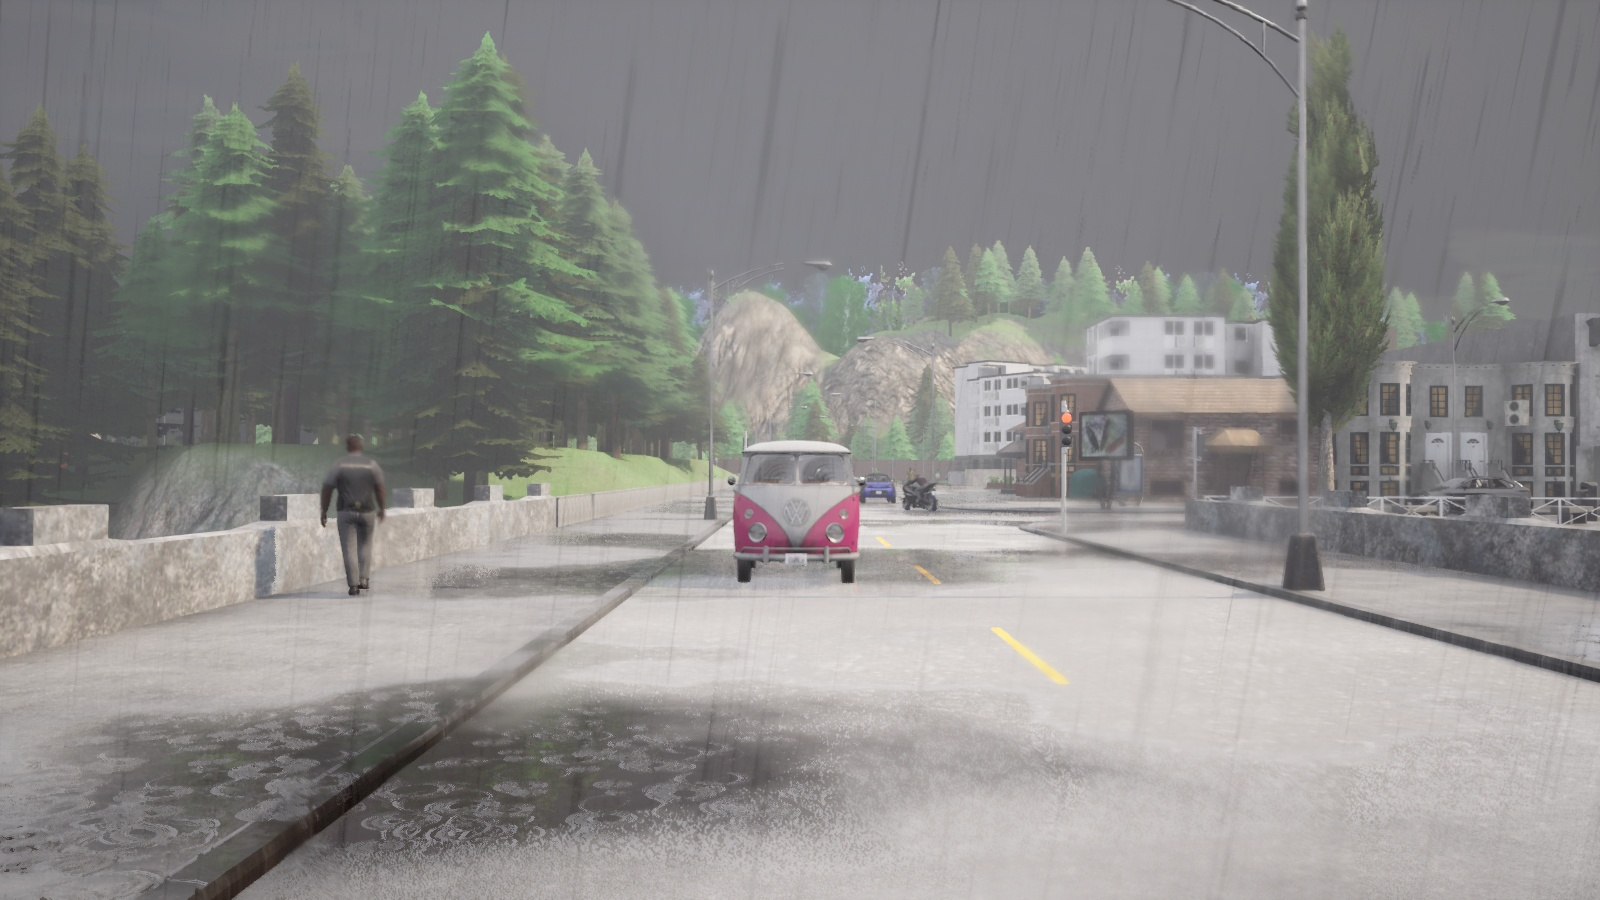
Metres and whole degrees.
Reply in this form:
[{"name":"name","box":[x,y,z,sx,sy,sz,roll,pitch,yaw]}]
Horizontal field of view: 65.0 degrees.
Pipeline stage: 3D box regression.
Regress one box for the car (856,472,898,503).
[{"name":"car","box":[3.844,1.873,63.313,1.816,1.474,4.193,0,-1,0]}]

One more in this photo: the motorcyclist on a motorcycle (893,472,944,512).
[{"name":"motorcyclist on a motorcycle","box":[4.662,1.659,49.538,0.866,1.530,2.191,2,-2,-31]}]

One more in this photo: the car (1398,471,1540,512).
[{"name":"car","box":[24.319,1.497,45.737,4.193,1.474,1.816,0,-1,0]}]

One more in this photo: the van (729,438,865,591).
[{"name":"van","box":[-0.046,0.880,18.646,1.775,1.987,4.442,0,-1,0]}]

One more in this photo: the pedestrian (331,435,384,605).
[{"name":"pedestrian","box":[-5.080,0.786,14.406,0.563,1.883,0.849,0,-1,-20]}]
